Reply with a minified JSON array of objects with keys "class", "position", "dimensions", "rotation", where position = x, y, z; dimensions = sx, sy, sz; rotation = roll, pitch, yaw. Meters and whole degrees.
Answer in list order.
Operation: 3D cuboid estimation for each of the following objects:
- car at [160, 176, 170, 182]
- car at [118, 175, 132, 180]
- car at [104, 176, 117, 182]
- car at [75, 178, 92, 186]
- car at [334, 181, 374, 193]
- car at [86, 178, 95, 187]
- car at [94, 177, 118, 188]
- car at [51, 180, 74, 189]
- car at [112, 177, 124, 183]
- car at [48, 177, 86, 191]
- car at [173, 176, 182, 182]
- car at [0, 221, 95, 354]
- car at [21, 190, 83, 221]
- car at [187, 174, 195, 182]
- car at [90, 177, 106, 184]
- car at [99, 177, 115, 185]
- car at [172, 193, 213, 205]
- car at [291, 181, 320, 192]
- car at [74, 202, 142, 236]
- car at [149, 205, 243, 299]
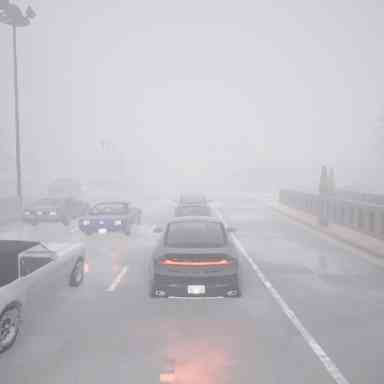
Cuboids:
[{"class":"car","position":[-7.396,-3.428,88.377],"dimensions":[1.812,1.442,4.674],"rotation":[0,3,0]},{"class":"car","position":[-14.317,-2.689,71.272],"dimensions":[2.150,2.045,5.566],"rotation":[0,3,0]},{"class":"car","position":[-21.393,-3.369,87.583],"dimensions":[2.033,1.411,5.357],"rotation":[0,3,0]},{"class":"car","position":[-21.296,-2.030,65.349],"dimensions":[1.812,1.442,4.674],"rotation":[0,3,0]},{"class":"car","position":[18.467,-0.473,38.771],"dimensions":[5.008,1.535,1.882],"rotation":[0,3,2]},{"class":"car","position":[-17.826,-1.769,60.477],"dimensions":[2.128,1.511,4.902],"rotation":[0,3,0]},{"class":"car","position":[-14.302,-1.497,55.744],"dimensions":[1.882,1.535,5.008],"rotation":[0,4,-1]},{"class":"car","position":[-21.323,-1.331,55.043],"dimensions":[1.895,1.301,4.718],"rotation":[0,3,0]},{"class":"car","position":[-17.859,-2.907,80.280],"dimensions":[1.994,1.385,4.181],"rotation":[0,3,0]},{"class":"car","position":[-14.261,-0.660,37.662],"dimensions":[2.150,2.045,5.566],"rotation":[0,3,0]},{"class":"car","position":[-3.896,-3.430,88.393],"dimensions":[1.812,1.442,4.674],"rotation":[0,3,0]},{"class":"car","position":[-3.421,1.506,5.915],"dimensions":[1.895,1.301,4.718],"rotation":[0,2,0]},{"class":"car","position":[-6.967,0.868,17.674],"dimensions":[2.033,1.411,5.357],"rotation":[0,3,0]},{"class":"car","position":[-0.402,-3.503,89.674],"dimensions":[2.128,1.511,4.902],"rotation":[0,3,0]},{"class":"car","position":[-21.338,-2.662,75.804],"dimensions":[2.128,1.511,4.902],"rotation":[0,3,0]},{"class":"car","position":[-17.812,-2.327,70.258],"dimensions":[2.128,1.511,4.902],"rotation":[0,3,0]},{"class":"car","position":[0.036,0.838,17.511],"dimensions":[1.837,1.490,4.892],"rotation":[0,3,-1]},{"class":"car","position":[15.024,-0.643,42.380],"dimensions":[4.674,1.442,1.812],"rotation":[0,3,2]},{"class":"car","position":[-3.456,1.079,15.041],"dimensions":[1.895,1.301,4.718],"rotation":[0,3,0]},{"class":"car","position":[0.071,1.338,8.132],"dimensions":[1.837,1.490,4.892],"rotation":[0,2,0]}]
